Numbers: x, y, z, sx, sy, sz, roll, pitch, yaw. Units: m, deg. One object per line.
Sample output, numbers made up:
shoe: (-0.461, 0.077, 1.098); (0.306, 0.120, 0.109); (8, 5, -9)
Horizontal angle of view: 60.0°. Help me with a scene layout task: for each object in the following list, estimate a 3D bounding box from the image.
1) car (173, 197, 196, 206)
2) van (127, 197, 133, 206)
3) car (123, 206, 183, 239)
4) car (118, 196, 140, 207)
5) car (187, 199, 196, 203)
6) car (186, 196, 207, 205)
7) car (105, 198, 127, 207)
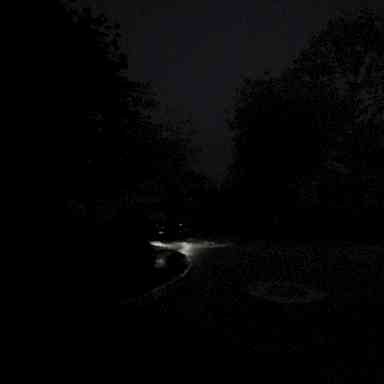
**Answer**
car: (-1.586, 1.899, 67.539); (2.097, 1.535, 5.008); (1, -1, -36)
van: (-7.264, 1.561, 48.497); (1.878, 1.987, 4.442); (0, 0, -36)
car: (-2.452, 1.835, 19.965); (1.882, 1.535, 5.008); (2, -2, -35)
car: (-11.428, 1.666, 60.425); (2.185, 1.767, 4.553); (0, 0, -36)
car: (1.869, 1.589, 54.935); (2.435, 2.045, 5.566); (1, -1, -36)
car: (0.890, 1.817, 69.298); (2.185, 1.767, 4.553); (1, -1, -36)
car: (-13.926, 1.785, 58.900); (1.946, 1.575, 5.366); (0, 0, -36)
